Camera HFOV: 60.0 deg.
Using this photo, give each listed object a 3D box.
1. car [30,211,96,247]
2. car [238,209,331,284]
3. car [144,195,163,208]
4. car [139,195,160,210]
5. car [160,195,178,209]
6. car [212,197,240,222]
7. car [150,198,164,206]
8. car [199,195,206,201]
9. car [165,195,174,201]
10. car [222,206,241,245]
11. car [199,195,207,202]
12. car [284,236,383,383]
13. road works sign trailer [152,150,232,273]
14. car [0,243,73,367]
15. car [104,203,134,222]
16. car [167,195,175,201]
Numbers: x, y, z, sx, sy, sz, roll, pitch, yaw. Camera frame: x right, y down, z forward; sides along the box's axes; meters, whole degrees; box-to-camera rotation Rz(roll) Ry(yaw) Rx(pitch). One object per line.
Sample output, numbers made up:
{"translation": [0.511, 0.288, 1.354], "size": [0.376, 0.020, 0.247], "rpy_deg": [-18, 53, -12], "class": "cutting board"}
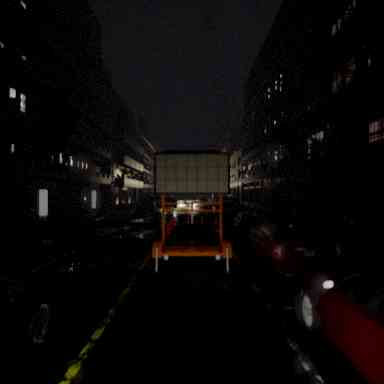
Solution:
{"translation": [-5.684, 1.577, 15.203], "size": [1.947, 1.339, 4.313], "rpy_deg": [0, 0, 0], "class": "car"}
{"translation": [2.695, 1.447, 9.561], "size": [1.967, 1.590, 4.097], "rpy_deg": [0, 0, 0], "class": "car"}
{"translation": [-5.669, 1.343, 49.023], "size": [2.192, 1.841, 5.009], "rpy_deg": [0, 0, 0], "class": "car"}
{"translation": [-5.672, 1.465, 43.386], "size": [1.967, 1.590, 4.097], "rpy_deg": [0, 0, 0], "class": "car"}
{"translation": [-3.078, 1.552, 46.020], "size": [1.812, 1.442, 4.674], "rpy_deg": [0, 0, 0], "class": "car"}
{"translation": [2.703, 1.333, 26.470], "size": [2.192, 1.841, 5.009], "rpy_deg": [0, 0, 0], "class": "car"}
{"translation": [-5.668, 1.612, 54.659], "size": [1.802, 1.307, 4.206], "rpy_deg": [0, 0, 0], "class": "car"}
{"translation": [2.726, 1.584, 88.470], "size": [1.887, 1.381, 4.507], "rpy_deg": [0, 0, 0], "class": "car"}
{"translation": [-5.656, 1.478, 82.840], "size": [1.967, 1.590, 4.097], "rpy_deg": [0, 0, 0], "class": "car"}
{"translation": [2.698, 1.562, 15.196], "size": [2.008, 1.369, 4.403], "rpy_deg": [0, 0, 0], "class": "car"}
{"translation": [2.722, 1.562, 77.367], "size": [1.752, 1.417, 4.829], "rpy_deg": [0, 0, 0], "class": "car"}
{"translation": [2.693, 1.548, 3.924], "size": [1.887, 1.381, 4.507], "rpy_deg": [0, 0, 0], "class": "car"}
{"translation": [0.004, 0.472, 10.695], "size": [2.380, 3.560, 2.880], "rpy_deg": [0, 0, 0], "class": "road works sign trailer"}
{"translation": [-3.099, 1.604, 3.524], "size": [1.895, 1.301, 4.718], "rpy_deg": [0, 0, 0], "class": "car"}
{"translation": [-5.679, 1.543, 26.306], "size": [1.752, 1.417, 4.829], "rpy_deg": [0, 0, 0], "class": "car"}
{"translation": [-5.654, 1.584, 88.478], "size": [1.887, 1.381, 4.507], "rpy_deg": [0, 0, 0], "class": "car"}
